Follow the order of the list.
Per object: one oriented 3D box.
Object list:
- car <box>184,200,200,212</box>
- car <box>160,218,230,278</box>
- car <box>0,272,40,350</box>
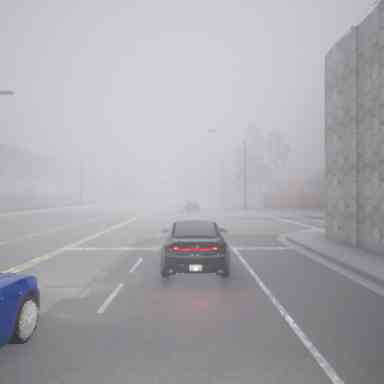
[{"bbox_3d":[0.030,1.849,43.603,2.128,1.511,4.902,0,0,0],"label":"car"},{"bbox_3d":[0.085,1.591,10.423,1.837,1.490,4.892,0,0,0],"label":"car"},{"bbox_3d":[-3.404,1.507,3.437,1.882,1.535,5.008,0,0,0],"label":"car"}]
